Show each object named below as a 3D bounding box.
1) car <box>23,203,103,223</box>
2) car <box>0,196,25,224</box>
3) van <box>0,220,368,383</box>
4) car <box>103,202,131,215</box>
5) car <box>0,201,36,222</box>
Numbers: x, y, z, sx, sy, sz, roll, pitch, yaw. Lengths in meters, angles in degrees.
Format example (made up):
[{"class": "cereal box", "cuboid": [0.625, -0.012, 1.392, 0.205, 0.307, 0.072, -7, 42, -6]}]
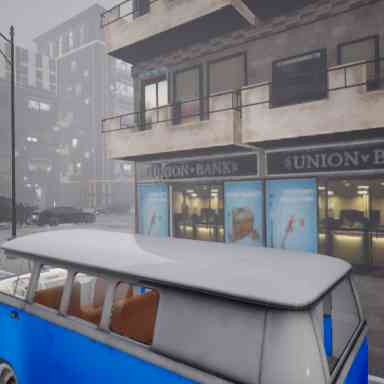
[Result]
[{"class": "car", "cuboid": [-8.573, 1.583, 22.375, 1.947, 1.339, 4.313, -2, -1, 36]}, {"class": "car", "cuboid": [-12.473, 1.270, 21.263, 2.150, 2.045, 5.566, -1, -1, 37]}, {"class": "van", "cuboid": [-0.479, 1.342, 3.202, 3.998, 1.788, 1.690, 0, -1, 36]}, {"class": "car", "cuboid": [-8.644, 1.798, 36.426, 1.947, 1.339, 4.313, -2, -1, 36]}, {"class": "car", "cuboid": [-15.324, 1.608, 27.343, 1.967, 1.590, 4.097, -2, -1, 36]}]
